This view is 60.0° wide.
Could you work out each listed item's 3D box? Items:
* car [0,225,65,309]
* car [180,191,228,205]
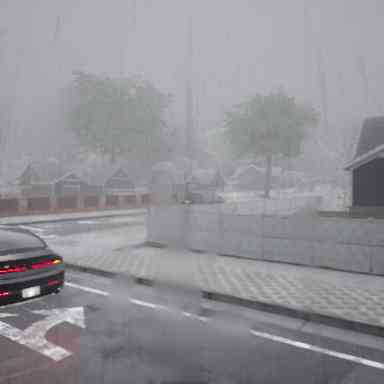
[{"bbox_3d":[-4.701,1.493,7.392,4.892,1.490,1.837,1,1,39],"label":"car"},{"bbox_3d":[1.180,0.951,29.100,2.150,2.045,5.566,1,1,34],"label":"car"}]
